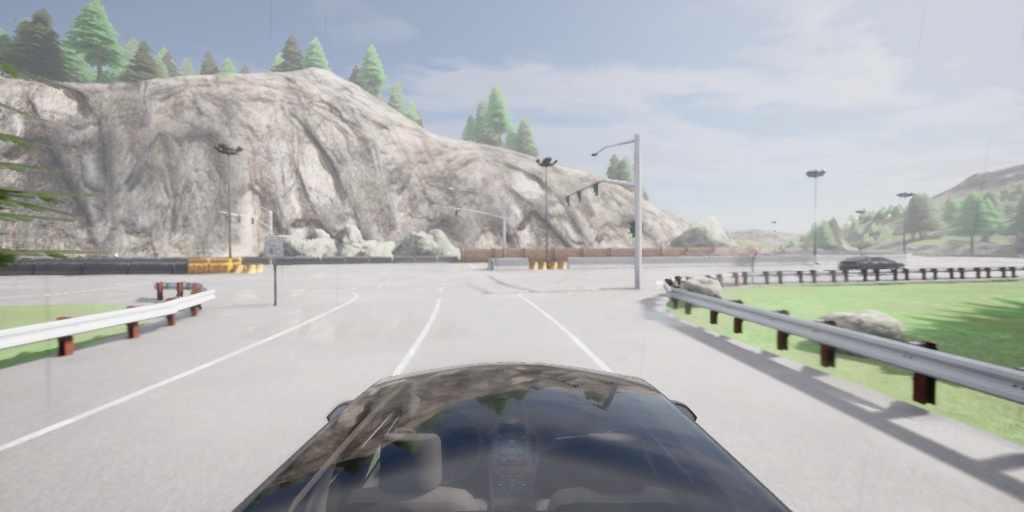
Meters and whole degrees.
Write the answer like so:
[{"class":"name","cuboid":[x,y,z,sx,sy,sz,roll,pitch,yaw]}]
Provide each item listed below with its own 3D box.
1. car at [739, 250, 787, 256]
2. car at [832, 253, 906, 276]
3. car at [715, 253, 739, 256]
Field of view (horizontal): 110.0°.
[{"class":"car","cuboid":[35.594,0.312,50.885,4.902,1.511,2.128,-1,1,-12]},{"class":"car","cuboid":[28.016,0.719,27.904,4.892,1.490,1.837,0,1,-11]},{"class":"car","cuboid":[33.727,0.305,54.068,4.674,1.442,1.812,0,1,-12]}]
